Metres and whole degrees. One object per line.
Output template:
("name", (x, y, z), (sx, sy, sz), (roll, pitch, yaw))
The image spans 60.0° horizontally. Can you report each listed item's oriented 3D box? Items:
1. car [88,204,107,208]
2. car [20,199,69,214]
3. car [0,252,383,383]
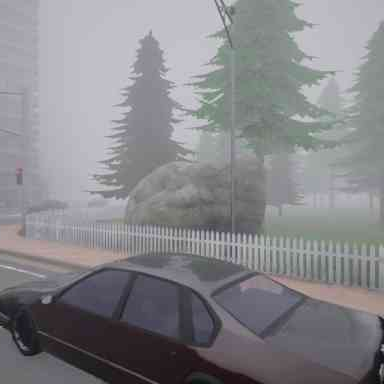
("car", (-13.522, 1.545, 47.673), (1.895, 1.301, 4.718), (0, 0, -1))
("car", (-15.301, 1.492, 34.954), (2.033, 1.411, 5.357), (0, 0, 17))
("car", (-0.434, 1.547, 4.298), (5.357, 1.411, 2.033), (0, 0, 35))
